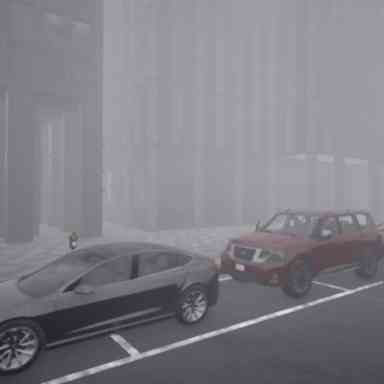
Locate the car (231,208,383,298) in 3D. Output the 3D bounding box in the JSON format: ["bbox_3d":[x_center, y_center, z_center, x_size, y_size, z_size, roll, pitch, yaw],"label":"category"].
[{"bbox_3d":[3.122,1.386,8.875,5.009,1.841,2.192,1,-1,-35],"label":"car"}]

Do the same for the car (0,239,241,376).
[{"bbox_3d":[-1.469,1.584,5.602,4.313,1.339,1.947,1,-1,-35],"label":"car"}]
